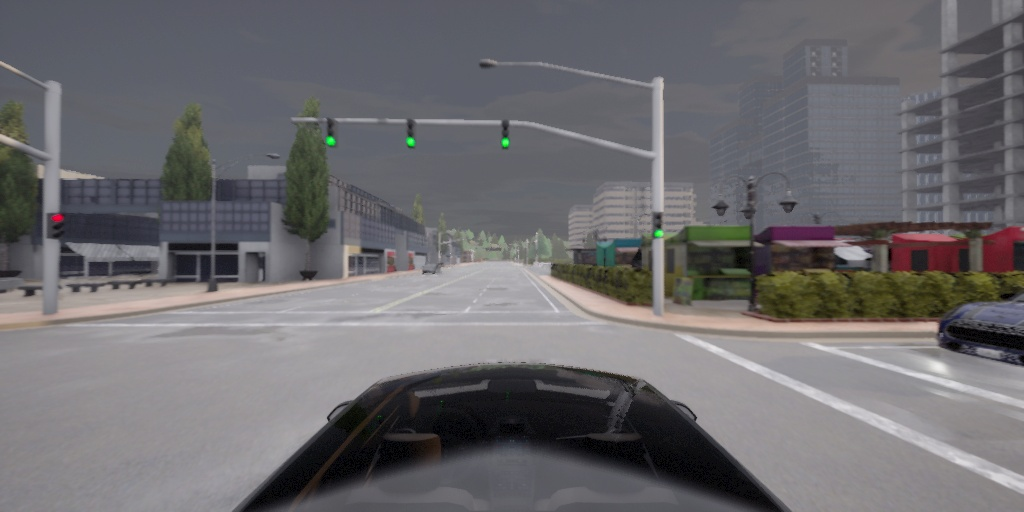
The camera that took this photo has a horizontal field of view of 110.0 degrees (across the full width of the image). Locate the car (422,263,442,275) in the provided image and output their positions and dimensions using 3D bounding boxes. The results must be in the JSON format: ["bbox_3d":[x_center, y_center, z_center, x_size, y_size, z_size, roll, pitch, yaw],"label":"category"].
[{"bbox_3d":[-10.510,1.737,47.169,1.837,1.490,4.892,0,1,0],"label":"car"}]

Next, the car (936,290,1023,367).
[{"bbox_3d":[10.787,1.145,6.492,4.553,1.767,2.097,0,-1,-1],"label":"car"}]
